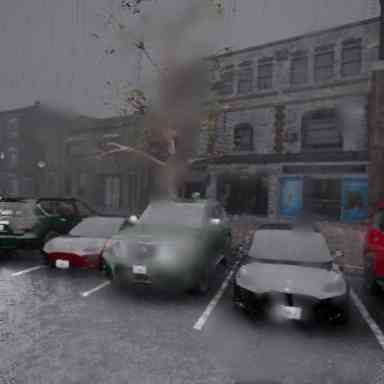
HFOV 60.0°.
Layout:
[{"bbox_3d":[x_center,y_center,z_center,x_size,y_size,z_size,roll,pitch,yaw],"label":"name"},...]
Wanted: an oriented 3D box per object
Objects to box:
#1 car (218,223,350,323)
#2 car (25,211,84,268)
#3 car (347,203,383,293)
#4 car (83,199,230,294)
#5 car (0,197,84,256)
[{"bbox_3d":[2.159,1.509,7.520,2.163,1.488,4.792,1,-1,15],"label":"car"},{"bbox_3d":[-2.740,1.502,11.005,2.163,1.488,4.792,1,-1,15],"label":"car"},{"bbox_3d":[4.614,1.231,5.777,2.435,2.045,5.566,1,-1,15],"label":"car"},{"bbox_3d":[-0.285,1.225,9.266,2.435,2.045,5.566,1,-1,15],"label":"car"},{"bbox_3d":[-5.180,1.219,12.807,2.435,2.045,5.566,0,-1,15],"label":"car"}]
